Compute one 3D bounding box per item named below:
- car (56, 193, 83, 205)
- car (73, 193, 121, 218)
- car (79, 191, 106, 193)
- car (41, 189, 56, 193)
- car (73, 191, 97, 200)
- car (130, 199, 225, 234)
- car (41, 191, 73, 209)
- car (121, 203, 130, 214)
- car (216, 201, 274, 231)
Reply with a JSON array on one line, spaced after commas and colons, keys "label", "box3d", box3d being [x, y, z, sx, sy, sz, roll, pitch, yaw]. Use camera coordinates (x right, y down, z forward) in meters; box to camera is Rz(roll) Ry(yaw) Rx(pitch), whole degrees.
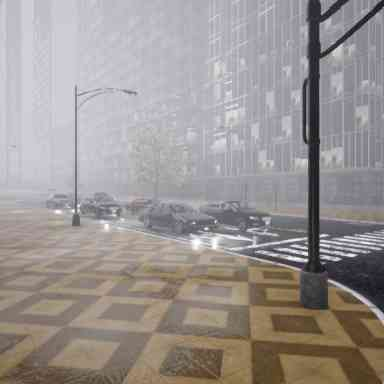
[{"label": "car", "box3d": [-15.266, 0.802, 41.310, 1.994, 1.385, 4.181, 0, 1, -38]}, {"label": "car", "box3d": [-7.027, 1.056, 25.442, 2.128, 1.511, 4.902, 0, 1, -38]}, {"label": "car", "box3d": [-9.359, 0.767, 33.701, 2.097, 1.767, 4.553, 0, 1, -38]}, {"label": "car", "box3d": [-26.012, 0.185, 60.626, 2.097, 1.767, 4.553, 0, 1, -38]}, {"label": "car", "box3d": [-17.873, 0.542, 55.480, 2.033, 1.411, 5.357, 0, 1, -38]}, {"label": "car", "box3d": [-0.953, 1.292, 17.700, 2.033, 1.411, 5.357, 0, 1, -38]}, {"label": "car", "box3d": [-13.359, 0.902, 33.546, 1.812, 1.442, 4.674, 0, 1, -38]}, {"label": "car", "box3d": [-3.394, 1.194, 26.076, 1.895, 1.301, 4.718, 0, 1, -38]}, {"label": "car", "box3d": [2.330, 1.254, 18.784, 2.128, 1.511, 4.902, 0, 1, -38]}]
